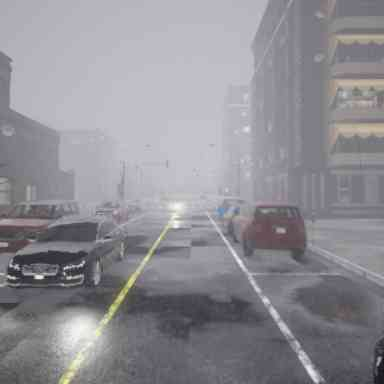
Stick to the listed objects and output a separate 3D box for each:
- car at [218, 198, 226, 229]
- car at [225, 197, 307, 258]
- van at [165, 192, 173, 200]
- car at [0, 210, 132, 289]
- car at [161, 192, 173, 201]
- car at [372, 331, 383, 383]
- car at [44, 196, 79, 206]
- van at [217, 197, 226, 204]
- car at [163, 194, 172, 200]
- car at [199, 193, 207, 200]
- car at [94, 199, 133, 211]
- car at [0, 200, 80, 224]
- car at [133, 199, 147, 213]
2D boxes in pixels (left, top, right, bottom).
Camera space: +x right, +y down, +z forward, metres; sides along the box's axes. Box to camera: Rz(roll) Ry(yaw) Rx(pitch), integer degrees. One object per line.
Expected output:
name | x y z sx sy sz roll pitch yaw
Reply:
car | 2.706 1.358 17.931 1.967 1.590 4.097 1 0 0
car | 2.708 1.257 12.523 2.192 1.841 5.009 1 0 0
van | -5.671 0.954 83.484 1.690 1.788 3.998 1 0 0
car | -3.099 1.462 9.169 1.837 1.490 4.892 0 0 0
car | -5.752 1.211 72.115 1.887 1.381 4.507 1 0 0
car | 2.704 1.543 1.710 2.008 1.369 4.403 1 0 0
car | -19.299 1.385 49.415 4.507 1.381 1.887 0 0 1
van | 2.708 1.234 23.338 1.690 1.788 3.998 1 0 0
car | -5.675 1.184 77.797 1.887 1.381 4.507 1 0 0
car | 2.707 1.053 83.545 1.967 1.590 4.097 1 0 0
car | -5.673 1.333 23.346 1.967 1.590 4.097 1 0 0
car | -5.671 1.257 12.530 2.192 1.841 5.009 1 0 0
car | -5.676 1.394 34.160 2.008 1.369 4.403 1 0 0
